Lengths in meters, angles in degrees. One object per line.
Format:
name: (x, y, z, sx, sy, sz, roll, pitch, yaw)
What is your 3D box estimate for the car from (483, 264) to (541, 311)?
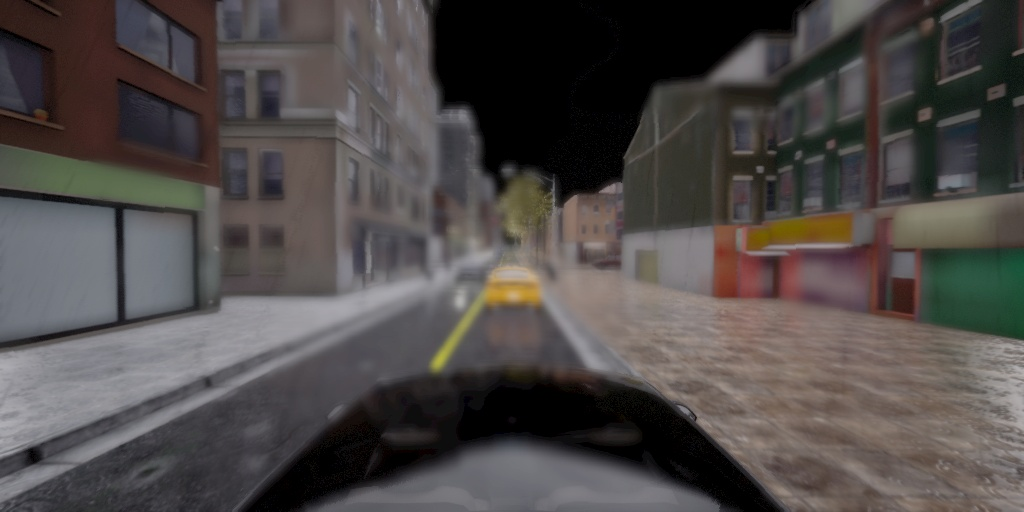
car: (0.076, 1.200, 14.205, 1.882, 1.535, 5.008, 0, -1, 0)

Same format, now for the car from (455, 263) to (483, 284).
car: (-2.818, 1.207, 25.537, 1.994, 1.385, 4.181, 0, 1, 0)

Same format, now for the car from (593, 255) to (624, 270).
car: (12.709, 0.842, 44.453, 5.009, 1.841, 2.192, 0, 0, 0)
